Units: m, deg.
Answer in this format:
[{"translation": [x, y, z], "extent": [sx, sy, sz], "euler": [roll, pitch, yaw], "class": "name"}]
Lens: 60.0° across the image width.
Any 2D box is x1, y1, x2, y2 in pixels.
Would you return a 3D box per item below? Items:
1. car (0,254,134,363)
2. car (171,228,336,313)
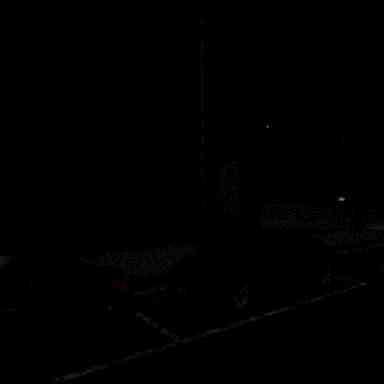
[{"translation": [-2.855, 1.582, 4.498], "extent": [4.206, 1.307, 1.802], "euler": [0, 0, -35], "class": "car"}, {"translation": [1.583, 1.562, 7.663], "extent": [4.313, 1.339, 1.947], "euler": [0, 0, -35], "class": "car"}]
